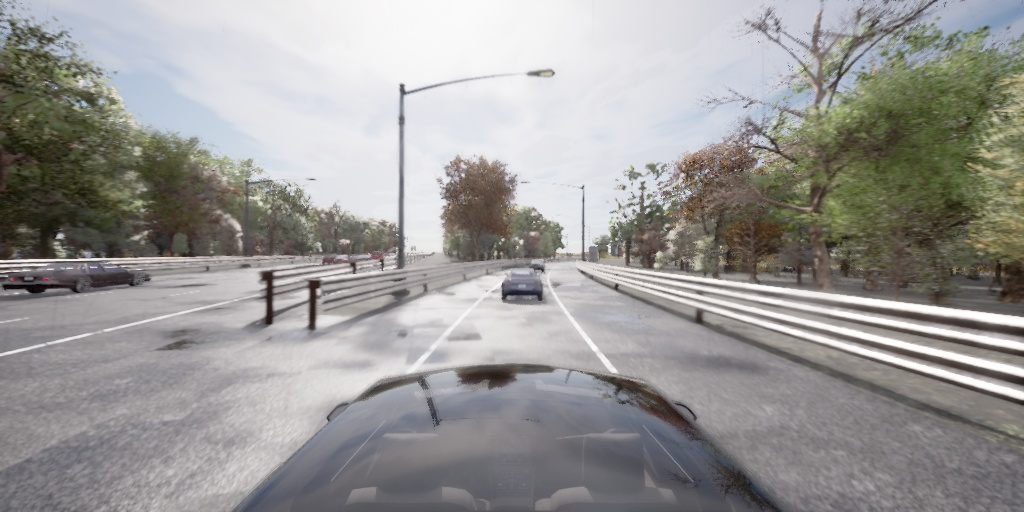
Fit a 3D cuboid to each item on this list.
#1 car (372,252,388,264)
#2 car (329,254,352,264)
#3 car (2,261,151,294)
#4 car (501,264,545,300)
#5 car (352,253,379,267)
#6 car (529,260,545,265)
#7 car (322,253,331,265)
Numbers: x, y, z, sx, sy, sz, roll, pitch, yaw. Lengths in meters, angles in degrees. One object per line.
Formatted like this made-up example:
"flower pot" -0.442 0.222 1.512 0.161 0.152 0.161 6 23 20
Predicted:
"car" -21.532 0.338 57.996 2.150 2.045 5.566 0 0 -11
"car" -23.282 0.689 49.516 1.812 1.442 4.674 0 0 -12
"car" -20.265 0.951 17.126 2.033 1.411 5.357 0 0 -11
"car" 0.548 1.300 17.861 1.994 1.385 4.181 0 0 3
"car" -19.271 0.707 47.369 1.837 1.490 4.892 0 0 -11
"car" 2.992 1.224 43.864 1.812 1.442 4.674 0 0 8
"car" -28.498 0.427 57.123 2.097 1.767 4.553 0 0 -11
